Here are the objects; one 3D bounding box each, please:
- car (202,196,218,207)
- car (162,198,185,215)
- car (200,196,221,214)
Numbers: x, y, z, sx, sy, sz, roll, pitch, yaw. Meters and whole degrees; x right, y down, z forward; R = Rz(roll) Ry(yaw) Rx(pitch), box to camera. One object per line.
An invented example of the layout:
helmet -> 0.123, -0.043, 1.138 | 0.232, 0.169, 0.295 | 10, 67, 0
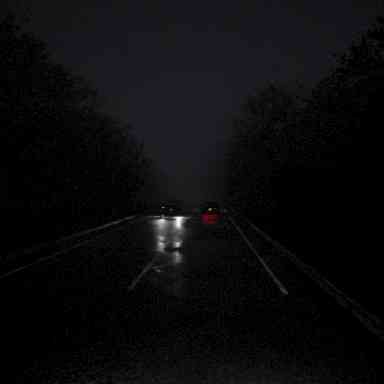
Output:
car -> 2.682, 1.370, 48.627 | 2.128, 1.511, 4.902 | 1, 0, 4
car -> -1.767, 1.375, 32.569 | 1.837, 1.490, 4.892 | 1, 0, 3
car -> 1.898, 1.420, 34.391 | 1.837, 1.490, 4.892 | 1, 0, 4
